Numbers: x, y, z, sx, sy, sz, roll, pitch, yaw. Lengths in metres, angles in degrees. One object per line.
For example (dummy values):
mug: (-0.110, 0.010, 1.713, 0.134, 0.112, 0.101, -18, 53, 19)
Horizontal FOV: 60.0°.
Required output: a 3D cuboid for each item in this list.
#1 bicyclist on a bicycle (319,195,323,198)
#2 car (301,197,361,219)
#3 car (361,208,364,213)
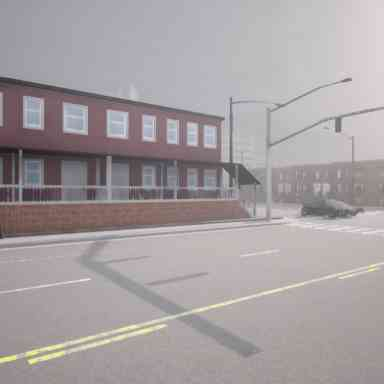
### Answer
bicyclist on a bicycle: (20.340, 1.278, 52.365, 1.656, 1.620, 0.582, 0, 0, -36)
car: (11.702, 1.341, 28.830, 2.097, 1.767, 4.553, 0, 0, -25)
car: (14.050, 1.537, 33.029, 2.033, 1.411, 5.357, 0, 0, -38)
